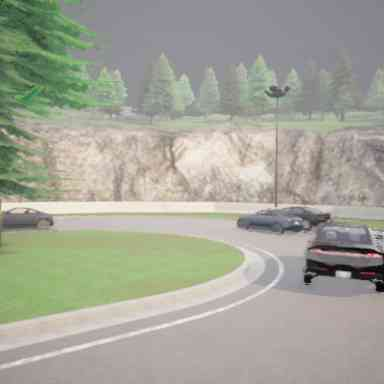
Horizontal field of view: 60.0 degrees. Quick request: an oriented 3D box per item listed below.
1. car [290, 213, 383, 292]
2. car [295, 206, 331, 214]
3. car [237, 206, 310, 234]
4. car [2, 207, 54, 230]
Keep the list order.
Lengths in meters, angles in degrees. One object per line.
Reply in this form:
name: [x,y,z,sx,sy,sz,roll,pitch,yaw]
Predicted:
car: [4.258,1.606,9.441,2.128,1.511,4.902,1,0,24]
car: [7.201,1.729,23.340,1.882,1.535,5.008,2,-1,-40]
car: [4.806,1.771,20.879,1.994,1.385,4.181,1,-1,-39]
car: [-10.554,1.599,19.970,4.181,1.385,1.994,1,-1,-30]
